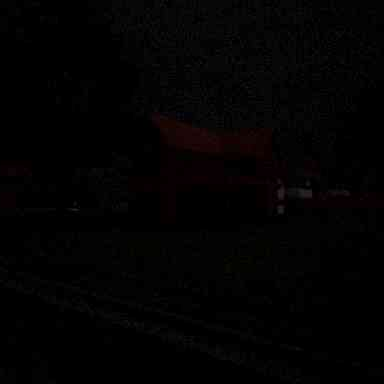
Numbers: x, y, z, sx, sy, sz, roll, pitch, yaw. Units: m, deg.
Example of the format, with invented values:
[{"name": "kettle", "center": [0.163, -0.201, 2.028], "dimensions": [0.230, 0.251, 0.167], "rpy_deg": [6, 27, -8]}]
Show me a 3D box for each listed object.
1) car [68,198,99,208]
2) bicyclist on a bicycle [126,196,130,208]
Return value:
[{"name": "car", "center": [-16.200, 1.640, 49.910], "dimensions": [1.837, 1.490, 4.892], "rpy_deg": [0, 0, 34]}, {"name": "bicyclist on a bicycle", "center": [-8.029, 1.342, 43.328], "dimensions": [1.656, 1.620, 0.582], "rpy_deg": [0, 0, 34]}]
